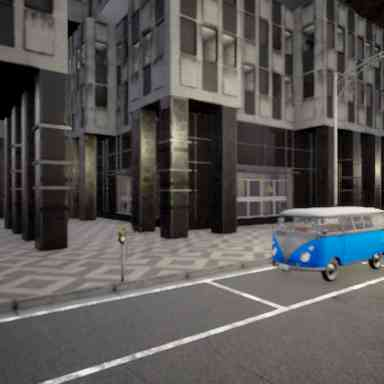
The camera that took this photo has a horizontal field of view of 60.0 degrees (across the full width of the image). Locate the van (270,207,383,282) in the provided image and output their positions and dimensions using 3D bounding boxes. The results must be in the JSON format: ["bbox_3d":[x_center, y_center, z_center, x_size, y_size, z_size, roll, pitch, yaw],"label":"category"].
[{"bbox_3d":[4.000,1.344,9.507,3.998,1.788,1.690,0,0,-36],"label":"van"}]
